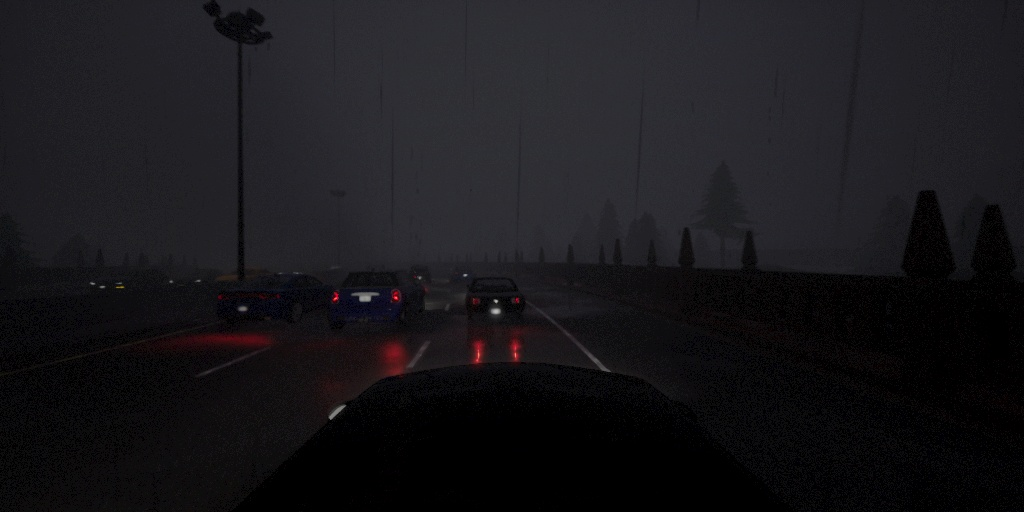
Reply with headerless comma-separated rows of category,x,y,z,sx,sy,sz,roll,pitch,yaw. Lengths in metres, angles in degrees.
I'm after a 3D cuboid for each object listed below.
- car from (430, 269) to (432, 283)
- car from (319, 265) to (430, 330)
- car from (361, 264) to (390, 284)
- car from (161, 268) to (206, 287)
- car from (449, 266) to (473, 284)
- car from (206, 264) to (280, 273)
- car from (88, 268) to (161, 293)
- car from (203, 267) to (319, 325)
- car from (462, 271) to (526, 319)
car,-7.841,1.488,30.237,1.837,1.490,4.892,0,-1,-16
car,-4.161,1.183,11.761,2.097,1.767,4.553,0,0,-6
car,-11.853,1.512,31.360,2.128,1.511,4.902,0,0,-18
car,-20.818,1.551,24.140,1.812,1.442,4.674,0,-1,-16
car,-4.183,1.517,30.156,1.994,1.385,4.181,0,-1,-15
car,-16.930,1.466,23.026,1.882,1.535,5.008,0,0,-14
car,-24.100,1.542,22.864,1.837,1.490,4.892,0,-1,-16
car,-7.710,1.332,12.388,1.882,1.535,5.008,0,0,-6
car,-0.735,1.423,13.207,1.895,1.301,4.718,0,0,-6
